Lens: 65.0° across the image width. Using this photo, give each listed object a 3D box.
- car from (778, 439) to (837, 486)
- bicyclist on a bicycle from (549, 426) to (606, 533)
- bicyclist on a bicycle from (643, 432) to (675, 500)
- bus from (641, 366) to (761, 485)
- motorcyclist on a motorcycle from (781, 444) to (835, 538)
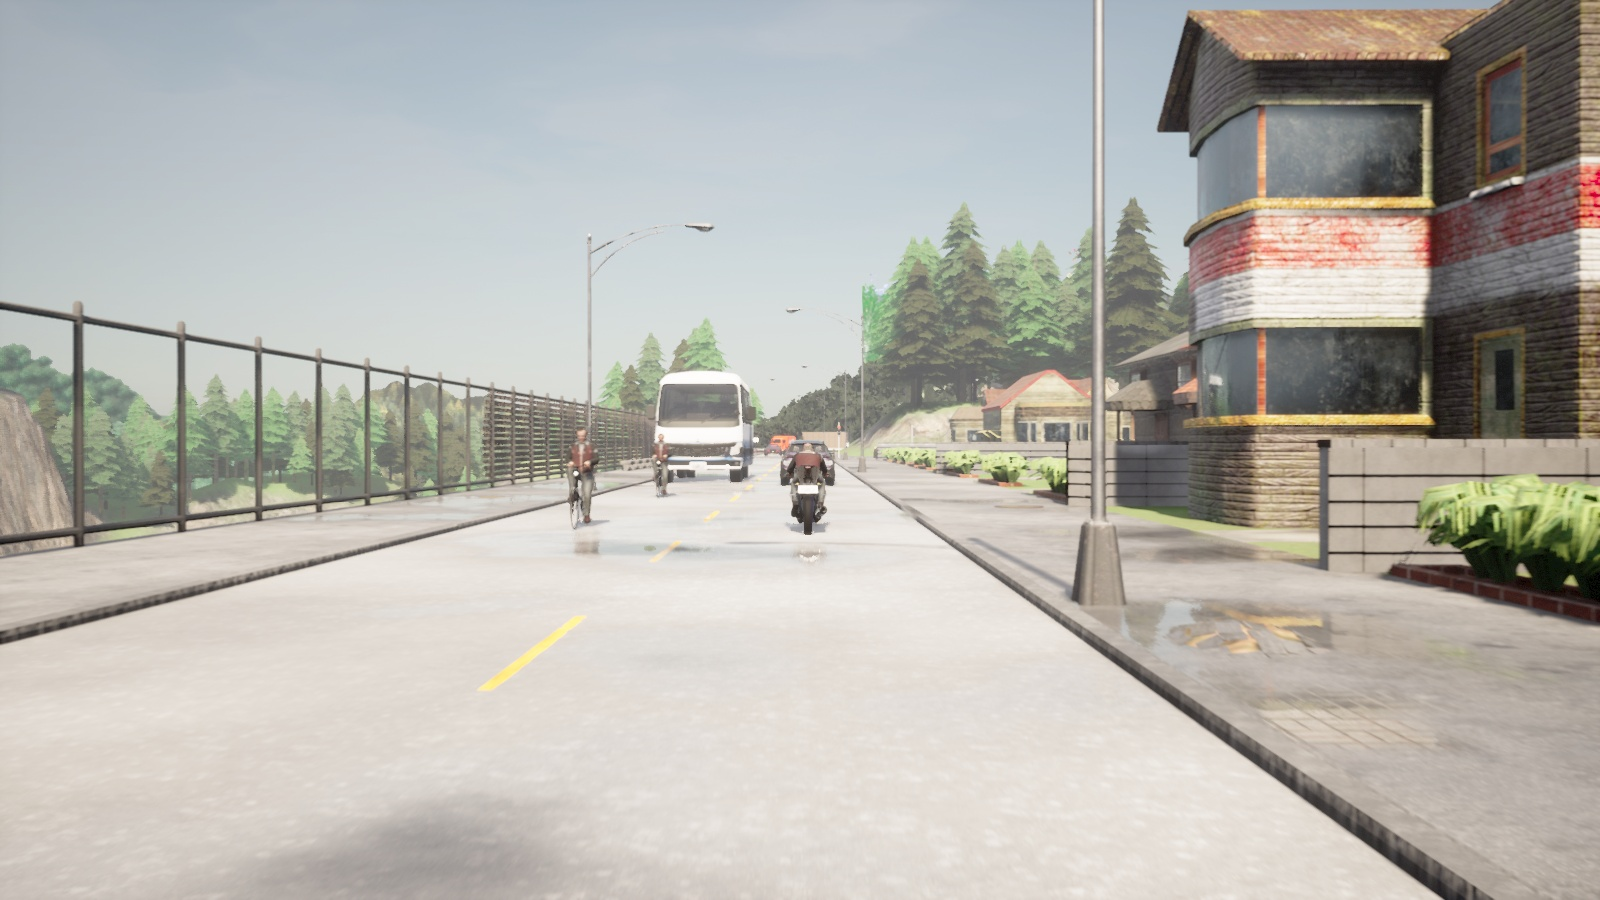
[{"bbox_3d":[0.276,0.419,45.780,2.033,1.649,4.856,0,0,0],"label":"car"},{"bbox_3d":[-3.860,0.491,21.875,0.659,1.776,1.843,0,0,0],"label":"bicyclist on a bicycle"},{"bbox_3d":[-3.792,0.423,33.910,0.659,1.776,1.843,0,0,0],"label":"bicyclist on a bicycle"},{"bbox_3d":[-3.700,-0.915,50.120,3.944,4.253,10.273,0,0,0],"label":"bus"},{"bbox_3d":[0.137,0.661,21.456,0.866,1.530,2.191,0,0,0],"label":"motorcyclist on a motorcycle"}]
